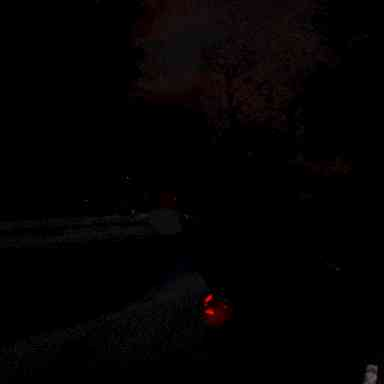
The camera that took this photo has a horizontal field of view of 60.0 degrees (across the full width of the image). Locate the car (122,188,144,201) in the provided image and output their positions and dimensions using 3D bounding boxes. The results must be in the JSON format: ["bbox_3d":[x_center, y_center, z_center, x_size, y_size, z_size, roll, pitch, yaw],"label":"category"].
[{"bbox_3d":[-8.329,0.318,46.955,1.882,1.535,5.008,1,1,-24],"label":"car"}]

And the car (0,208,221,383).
[{"bbox_3d":[-2.169,1.274,2.150,5.566,2.045,2.150,0,-1,-44],"label":"car"}]

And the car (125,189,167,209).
[{"bbox_3d":[-4.091,0.797,28.767,1.882,1.535,5.008,1,1,-24],"label":"car"}]

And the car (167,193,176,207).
[{"bbox_3d":[-3.117,0.755,35.115,1.812,1.442,4.674,1,1,-24],"label":"car"}]
